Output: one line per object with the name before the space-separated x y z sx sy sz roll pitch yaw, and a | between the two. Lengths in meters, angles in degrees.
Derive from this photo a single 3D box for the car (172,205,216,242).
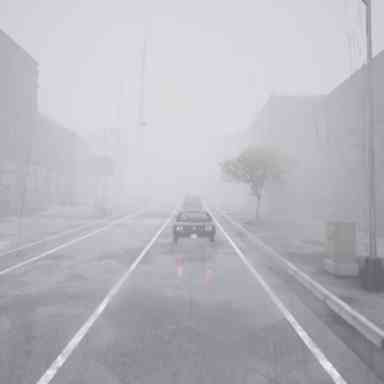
car | 0.086 1.553 16.210 1.895 1.301 4.718 0 0 0

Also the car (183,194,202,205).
car | 0.067 1.049 37.506 2.097 1.767 4.553 0 1 0
